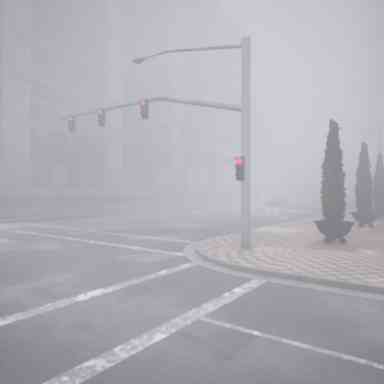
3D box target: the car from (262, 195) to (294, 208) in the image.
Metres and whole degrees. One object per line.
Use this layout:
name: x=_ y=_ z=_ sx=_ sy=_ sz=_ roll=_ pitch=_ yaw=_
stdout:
car: x=12.367 y=1.513 z=47.736 sx=2.033 sy=1.411 sz=5.357 roll=0 pitch=0 yaw=36
